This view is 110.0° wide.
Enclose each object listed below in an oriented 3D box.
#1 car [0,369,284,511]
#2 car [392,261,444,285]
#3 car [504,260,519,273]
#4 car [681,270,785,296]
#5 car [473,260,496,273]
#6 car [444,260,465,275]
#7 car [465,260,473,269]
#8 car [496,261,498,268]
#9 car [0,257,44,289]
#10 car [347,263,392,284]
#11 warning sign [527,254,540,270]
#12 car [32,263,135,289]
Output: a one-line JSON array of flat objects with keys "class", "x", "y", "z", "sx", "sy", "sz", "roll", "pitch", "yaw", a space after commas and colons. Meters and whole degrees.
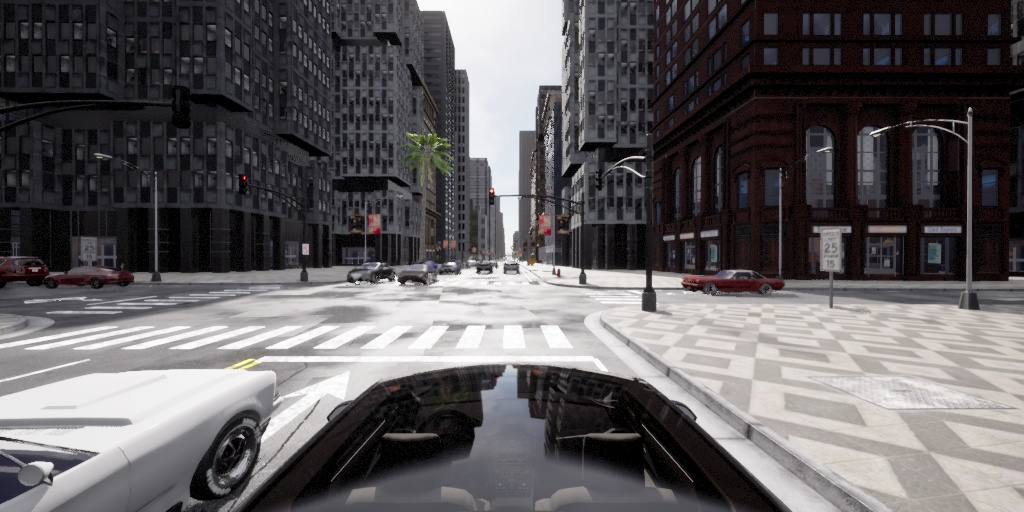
[{"class": "car", "x": -3.149, "y": 1.351, "z": 1.460, "sx": 1.895, "sy": 1.301, "sz": 4.718, "roll": 0, "pitch": 0, "yaw": -3}, {"class": "car", "x": -6.696, "y": 1.295, "z": 26.106, "sx": 2.033, "sy": 1.411, "sz": 5.357, "roll": 0, "pitch": 0, "yaw": 0}, {"class": "car", "x": -0.074, "y": 1.301, "z": 44.274, "sx": 2.128, "sy": 1.511, "sz": 4.902, "roll": 0, "pitch": 0, "yaw": 0}, {"class": "car", "x": 11.867, "y": 1.414, "z": 19.530, "sx": 4.718, "sy": 1.301, "sz": 1.895, "roll": 0, "pitch": 0, "yaw": 0}, {"class": "car", "x": -3.327, "y": 1.315, "z": 44.460, "sx": 1.837, "sy": 1.490, "sz": 4.892, "roll": 0, "pitch": 0, "yaw": 0}, {"class": "car", "x": -6.755, "y": 1.353, "z": 39.522, "sx": 1.994, "sy": 1.385, "sz": 4.181, "roll": 0, "pitch": 0, "yaw": 0}, {"class": "car", "x": -6.808, "y": 1.410, "z": 60.783, "sx": 2.128, "sy": 1.511, "sz": 4.902, "roll": 0, "pitch": -1, "yaw": 0}, {"class": "car", "x": -3.489, "y": 1.499, "z": 64.947, "sx": 2.033, "sy": 1.411, "sz": 5.357, "roll": 0, "pitch": 0, "yaw": 0}, {"class": "car", "x": -30.786, "y": 0.945, "z": 21.293, "sx": 5.009, "sy": 1.841, "sz": 2.192, "roll": 0, "pitch": 0, "yaw": -1}, {"class": "car", "x": -10.327, "y": 1.243, "z": 26.681, "sx": 2.128, "sy": 1.511, "sz": 4.902, "roll": 0, "pitch": 0, "yaw": 6}, {"class": "warning sign", "x": 2.661, "y": 0.940, "z": 47.605, "sx": 1.300, "sy": 1.860, "sz": 1.060, "roll": 0, "pitch": 0, "yaw": 0}, {"class": "car", "x": -25.148, "y": 1.232, "z": 21.404, "sx": 4.207, "sy": 1.307, "sz": 1.802, "roll": 0, "pitch": 0, "yaw": -1}]
